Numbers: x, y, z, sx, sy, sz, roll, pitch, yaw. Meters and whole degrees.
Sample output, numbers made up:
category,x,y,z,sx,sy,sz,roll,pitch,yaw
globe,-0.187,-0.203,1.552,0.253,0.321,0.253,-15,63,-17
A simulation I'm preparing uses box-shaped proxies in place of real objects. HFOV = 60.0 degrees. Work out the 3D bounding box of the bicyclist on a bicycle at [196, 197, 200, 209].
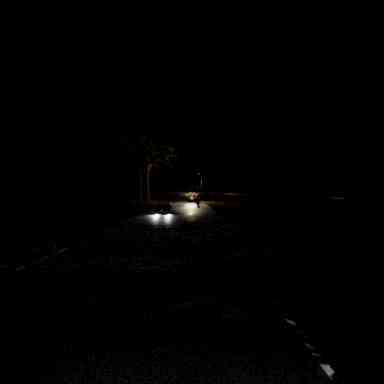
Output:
category,x,y,z,sx,sy,sz,roll,pitch,yaw
bicyclist on a bicycle,0.965,1.768,50.544,0.659,1.776,1.843,0,-1,0

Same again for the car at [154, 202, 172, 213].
category,x,y,z,sx,sy,sz,roll,pitch,yaw
car,-3.569,1.934,41.662,1.895,1.301,4.718,0,0,0

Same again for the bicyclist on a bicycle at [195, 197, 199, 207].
category,x,y,z,sx,sy,sz,roll,pitch,yaw
bicyclist on a bicycle,0.966,1.820,59.545,0.659,1.776,1.843,0,-1,0

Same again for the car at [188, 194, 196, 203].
category,x,y,z,sx,sy,sz,roll,pitch,yaw
car,0.005,1.982,80.840,2.128,1.511,4.902,0,0,0
